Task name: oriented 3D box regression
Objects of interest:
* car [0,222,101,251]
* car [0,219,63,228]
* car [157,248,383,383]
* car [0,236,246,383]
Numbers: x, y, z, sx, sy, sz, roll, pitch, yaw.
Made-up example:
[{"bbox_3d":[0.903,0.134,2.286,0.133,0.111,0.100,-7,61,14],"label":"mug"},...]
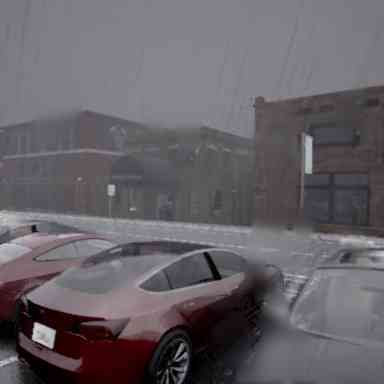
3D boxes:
[{"bbox_3d":[-2.434,1.512,6.880,2.002,1.452,4.674,0,0,36],"label":"car"},{"bbox_3d":[-4.715,1.497,8.475,2.163,1.488,4.792,0,0,35],"label":"car"},{"bbox_3d":[2.103,1.481,3.655,2.231,1.521,4.892,0,0,35],"label":"car"},{"bbox_3d":[-0.150,1.505,5.290,2.163,1.488,4.792,0,0,36],"label":"car"}]
